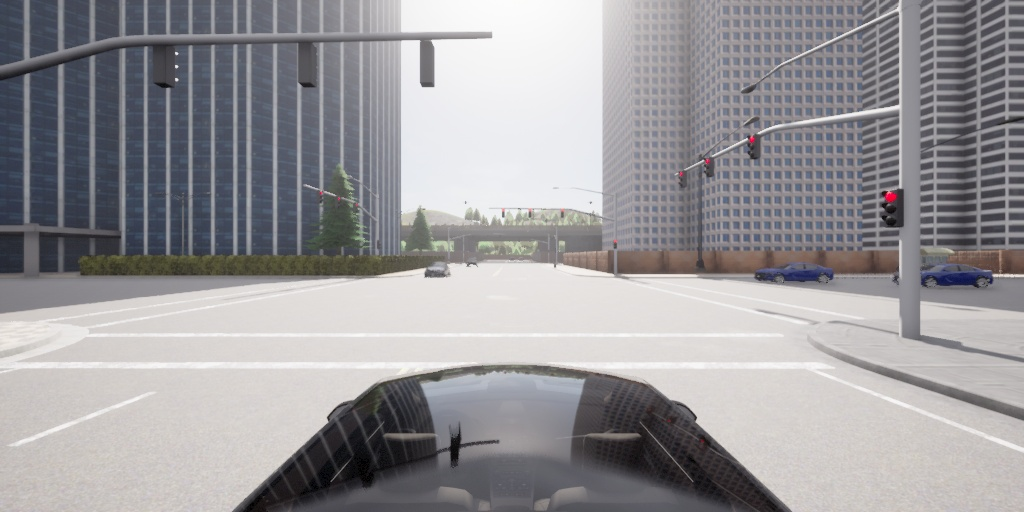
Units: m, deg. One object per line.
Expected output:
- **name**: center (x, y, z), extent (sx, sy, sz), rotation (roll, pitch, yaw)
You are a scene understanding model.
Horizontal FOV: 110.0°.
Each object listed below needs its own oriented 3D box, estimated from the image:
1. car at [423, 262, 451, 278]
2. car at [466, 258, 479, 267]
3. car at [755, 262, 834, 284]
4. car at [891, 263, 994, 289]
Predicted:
- **car**: center (-6.984, 1.326, 33.918), extent (1.812, 1.442, 4.674), rotation (0, 1, 0)
- **car**: center (-6.998, 1.102, 63.590), extent (1.837, 1.490, 4.892), rotation (0, 0, 0)
- **car**: center (20.601, 1.225, 26.304), extent (5.008, 1.535, 1.882), rotation (0, 0, 0)
- **car**: center (27.162, 1.225, 22.746), extent (5.008, 1.535, 1.882), rotation (0, 0, 1)
